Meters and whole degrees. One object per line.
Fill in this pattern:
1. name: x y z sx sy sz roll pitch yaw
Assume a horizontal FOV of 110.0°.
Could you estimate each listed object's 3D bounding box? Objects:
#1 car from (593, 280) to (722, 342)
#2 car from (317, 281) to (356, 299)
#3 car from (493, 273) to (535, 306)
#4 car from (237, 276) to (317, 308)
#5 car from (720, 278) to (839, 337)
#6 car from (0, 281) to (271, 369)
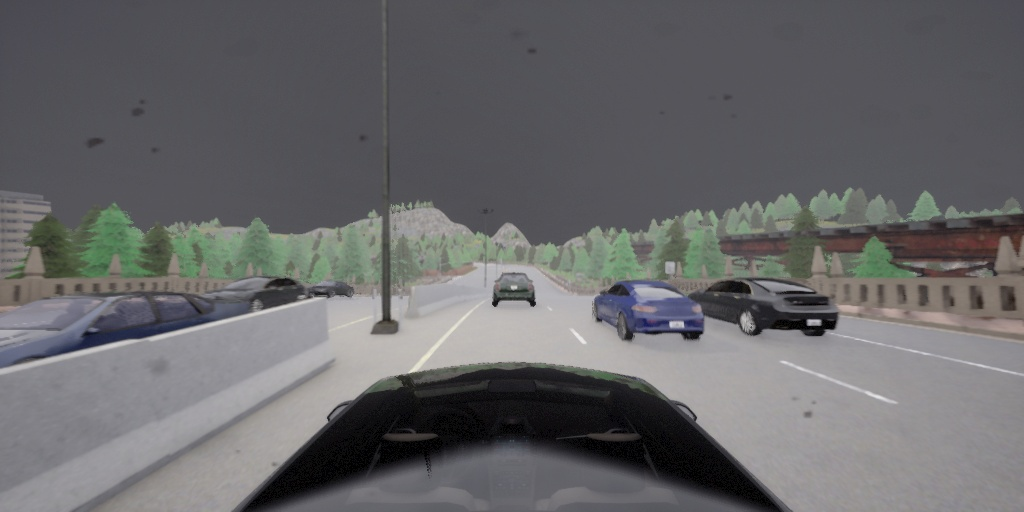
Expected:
1. car: 3.601 1.410 10.134 1.812 1.442 4.674 0 -2 0
2. car: -14.095 2.626 27.935 2.033 1.411 5.357 0 -6 0
3. car: 0.100 1.722 19.688 2.097 1.767 4.553 0 -4 0
4. car: -10.598 1.607 15.113 1.837 1.490 4.892 0 -3 0
5. car: 7.101 1.406 10.850 1.837 1.490 4.892 0 -2 0
6. car: -7.100 1.342 6.278 2.033 1.411 5.357 0 -1 0
